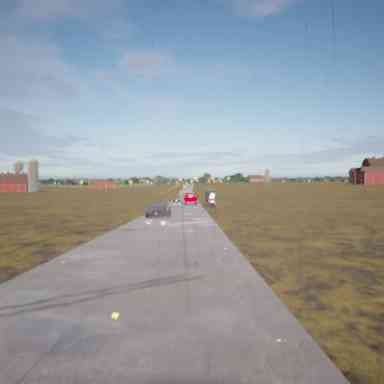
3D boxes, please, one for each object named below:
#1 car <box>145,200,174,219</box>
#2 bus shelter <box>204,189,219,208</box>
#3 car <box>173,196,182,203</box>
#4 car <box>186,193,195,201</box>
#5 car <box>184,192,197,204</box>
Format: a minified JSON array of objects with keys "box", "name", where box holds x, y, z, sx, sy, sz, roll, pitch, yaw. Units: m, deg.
[{"box":[-2.985,1.600,29.588,1.994,1.385,4.181,0,0,0],"name":"car"},{"box":[2.939,0.937,50.716,1.920,2.740,3.880,2,2,0],"name":"bus shelter"},{"box":[-3.082,1.584,70.291,1.994,1.385,4.181,0,0,0],"name":"car"},{"box":[-0.363,1.207,76.635,2.097,1.767,4.553,0,0,0],"name":"car"},{"box":[-0.282,1.103,59.674,2.150,2.045,5.566,0,0,0],"name":"car"}]
